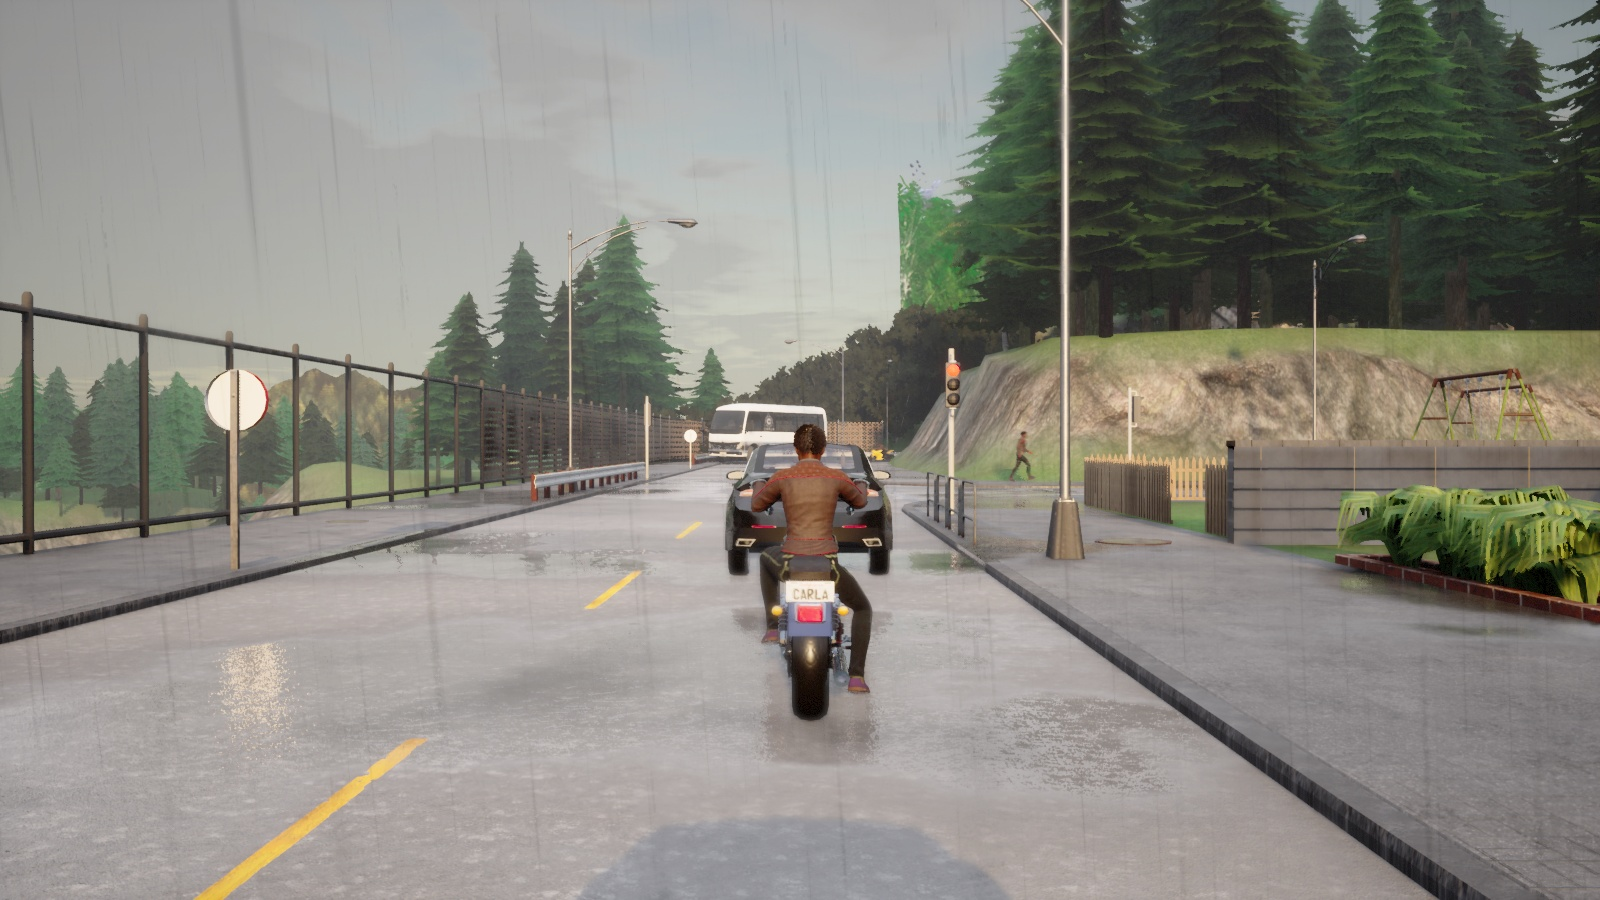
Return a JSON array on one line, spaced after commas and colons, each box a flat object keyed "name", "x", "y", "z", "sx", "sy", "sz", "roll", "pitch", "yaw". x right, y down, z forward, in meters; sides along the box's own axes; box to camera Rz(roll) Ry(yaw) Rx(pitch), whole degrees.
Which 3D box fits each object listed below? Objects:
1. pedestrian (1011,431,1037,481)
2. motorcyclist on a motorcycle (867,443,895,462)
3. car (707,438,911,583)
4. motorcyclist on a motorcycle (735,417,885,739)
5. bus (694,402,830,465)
[{"name": "pedestrian", "x": 7.974, "y": 0.210, "z": 44.724, "sx": 0.869, "sy": 1.805, "sz": 0.328, "roll": 0, "pitch": 0, "yaw": 5}, {"name": "motorcyclist on a motorcycle", "x": 6.233, "y": 0.189, "z": 96.777, "sx": 2.044, "sy": 1.523, "sz": 0.797, "roll": 0, "pitch": 1, "yaw": -7}, {"name": "car", "x": 0.106, "y": 0.615, "z": 15.564, "sx": 2.128, "sy": 1.511, "sz": 4.902, "roll": 0, "pitch": 0, "yaw": 0}, {"name": "motorcyclist on a motorcycle", "x": 0.059, "y": 0.654, "z": 7.610, "sx": 0.766, "sy": 1.649, "sz": 2.350, "roll": 0, "pitch": 0, "yaw": 0}, {"name": "bus", "x": -2.579, "y": -1.161, "z": 90.132, "sx": 3.944, "sy": 4.253, "sz": 10.273, "roll": 2, "pitch": 1, "yaw": 39}]
